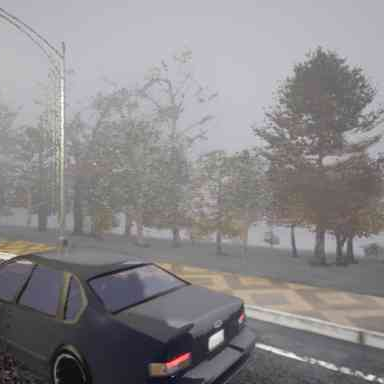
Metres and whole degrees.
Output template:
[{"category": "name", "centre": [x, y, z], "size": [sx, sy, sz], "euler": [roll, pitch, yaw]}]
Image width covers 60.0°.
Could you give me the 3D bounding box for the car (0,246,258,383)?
[{"category": "car", "centre": [-1.807, 1.544, 4.837], "size": [5.357, 1.411, 2.033], "euler": [0, 0, 35]}]
